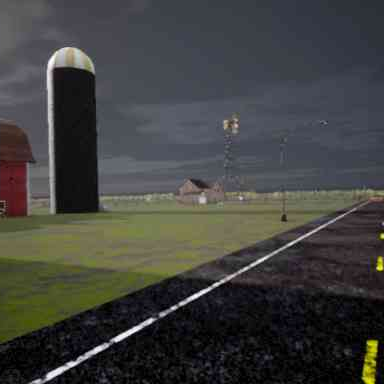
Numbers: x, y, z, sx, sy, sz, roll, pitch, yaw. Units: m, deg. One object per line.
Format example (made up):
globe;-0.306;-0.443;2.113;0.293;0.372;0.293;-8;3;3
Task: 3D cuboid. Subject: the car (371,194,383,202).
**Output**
car;41.223;1.289;74.122;2.097;1.767;4.553;-2;-1;30
